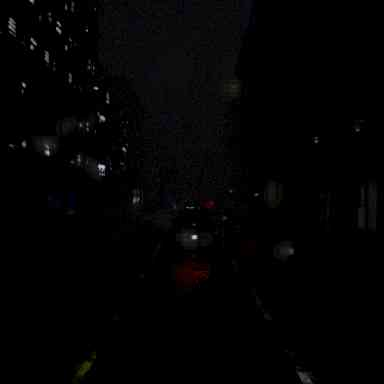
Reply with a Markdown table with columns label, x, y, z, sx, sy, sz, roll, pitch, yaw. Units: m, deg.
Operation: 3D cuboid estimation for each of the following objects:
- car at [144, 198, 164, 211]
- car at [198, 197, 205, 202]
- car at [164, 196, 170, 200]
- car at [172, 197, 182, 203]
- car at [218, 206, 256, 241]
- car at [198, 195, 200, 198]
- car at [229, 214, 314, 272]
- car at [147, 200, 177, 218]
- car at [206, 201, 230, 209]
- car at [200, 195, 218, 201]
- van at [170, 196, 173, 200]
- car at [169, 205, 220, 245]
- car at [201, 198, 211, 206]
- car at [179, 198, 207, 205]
| label | x | y | z | sx | sy | sz | roll | pitch | yaw |
| --- | --- | --- | --- | --- | --- | --- | --- | --- | --- |
| car | -5.333 | 1.663 | 45.054 | 1.967 | 1.590 | 4.097 | -1 | 0 | 0 |
| car | 2.542 | 2.043 | 90.134 | 1.802 | 1.307 | 4.206 | -1 | 0 | 0 |
| car | -5.335 | 1.721 | 56.357 | 1.967 | 1.590 | 4.097 | -1 | 0 | 0 |
| car | -2.761 | 1.835 | 72.777 | 1.837 | 1.490 | 4.892 | 0 | 0 | 0 |
| car | 2.521 | 1.625 | 16.499 | 1.887 | 1.381 | 4.507 | -1 | 0 | 0 |
| car | 2.550 | 1.721 | 56.150 | 1.967 | 1.590 | 4.097 | -1 | 0 | 0 |
| car | 2.522 | 1.619 | 10.835 | 1.947 | 1.339 | 4.313 | -1 | 0 | 0 |
| car | -2.852 | 1.722 | 32.223 | 1.994 | 1.385 | 4.181 | 0 | 0 | 0 |
| car | 2.519 | 1.687 | 27.828 | 2.008 | 1.369 | 4.403 | -1 | 0 | 0 |
| car | 2.535 | 1.537 | 44.822 | 2.192 | 1.841 | 5.009 | -1 | 0 | 0 |
| van | -5.339 | 1.742 | 78.961 | 1.690 | 1.788 | 3.998 | -1 | 0 | 0 |
| car | 0.094 | 1.582 | 15.891 | 1.837 | 1.490 | 4.892 | 0 | 0 | 0 |
| car | 2.546 | 1.892 | 61.813 | 1.802 | 1.307 | 4.206 | -1 | 0 | 0 |
| car | 0.092 | 1.651 | 32.544 | 2.128 | 1.511 | 4.902 | 0 | 0 | 0 |
